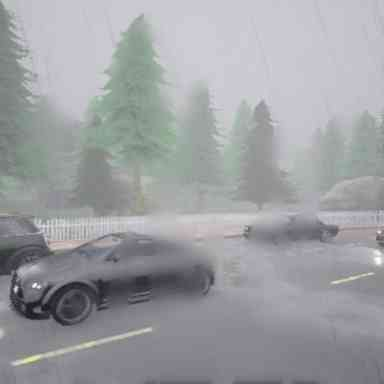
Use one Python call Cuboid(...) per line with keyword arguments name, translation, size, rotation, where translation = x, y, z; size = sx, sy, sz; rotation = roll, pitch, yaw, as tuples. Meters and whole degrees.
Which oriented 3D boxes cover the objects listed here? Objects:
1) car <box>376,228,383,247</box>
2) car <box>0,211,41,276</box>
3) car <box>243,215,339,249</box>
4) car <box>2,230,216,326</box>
Cuboid(name="car", translation=(10.331, 1.751, 14.953), size=(4.674, 1.442, 1.812), rotation=(1, -1, -30))
Cuboid(name="car", translation=(-5.955, 1.341, 8.305), size=(4.553, 1.767, 2.097), rotation=(1, 0, -35))
Cuboid(name="car", translation=(4.653, 1.766, 15.542), size=(4.718, 1.301, 1.895), rotation=(1, 0, -32))
Cuboid(name="car", translation=(-1.520, 1.596, 7.125), size=(4.181, 1.385, 1.994), rotation=(1, 0, -34))
